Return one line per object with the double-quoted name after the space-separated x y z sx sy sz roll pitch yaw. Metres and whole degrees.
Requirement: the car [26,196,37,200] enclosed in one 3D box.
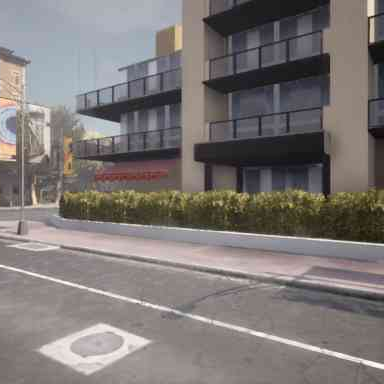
-36.635 1.481 72.053 4.892 1.521 2.231 0 0 35 "car"
